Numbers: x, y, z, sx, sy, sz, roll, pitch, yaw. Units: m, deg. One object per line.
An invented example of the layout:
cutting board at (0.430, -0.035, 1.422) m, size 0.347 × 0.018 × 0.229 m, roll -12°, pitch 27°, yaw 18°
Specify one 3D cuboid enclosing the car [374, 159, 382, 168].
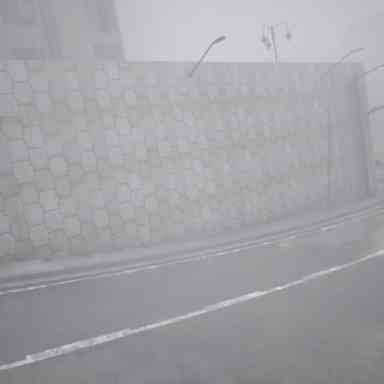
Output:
car at (17.364, -3.076, 35.396) m, size 1.882 × 1.535 × 5.008 m, roll -15°, pitch 9°, yaw -34°
